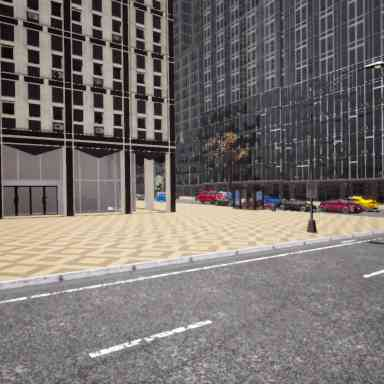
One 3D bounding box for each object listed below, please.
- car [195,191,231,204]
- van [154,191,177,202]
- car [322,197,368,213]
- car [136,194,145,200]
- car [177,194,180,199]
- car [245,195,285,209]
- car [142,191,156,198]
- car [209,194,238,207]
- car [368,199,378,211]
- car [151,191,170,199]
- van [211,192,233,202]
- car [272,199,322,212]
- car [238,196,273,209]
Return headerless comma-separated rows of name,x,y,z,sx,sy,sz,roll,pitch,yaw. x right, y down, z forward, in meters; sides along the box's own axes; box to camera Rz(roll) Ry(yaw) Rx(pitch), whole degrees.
car,3.315,0.873,51.634,2.150,2.045,5.566,-1,1,-34
van,-4.783,0.937,58.920,1.690,1.788,3.998,0,1,-34
car,15.197,1.408,34.181,1.994,1.385,4.181,-1,1,-34
car,-11.184,1.039,68.316,2.008,1.369,4.403,0,1,-34
car,-4.257,0.935,73.034,1.802,1.307,4.206,0,1,-34
car,9.305,1.226,42.832,1.882,1.535,5.008,-1,1,-34
car,-10.658,0.685,82.426,1.967,1.590,4.097,0,1,-34
car,4.772,1.319,44.803,1.947,1.339,4.313,0,1,-34
car,17.596,1.266,36.343,1.882,1.535,5.008,-1,1,-34
car,-7.458,0.614,77.727,2.192,1.841,5.009,0,1,-34
van,5.342,0.855,58.939,1.690,1.788,3.998,0,1,-34
car,11.110,1.424,35.364,1.947,1.339,4.313,0,1,-34
car,7.924,1.388,40.073,1.802,1.307,4.206,0,1,-34
